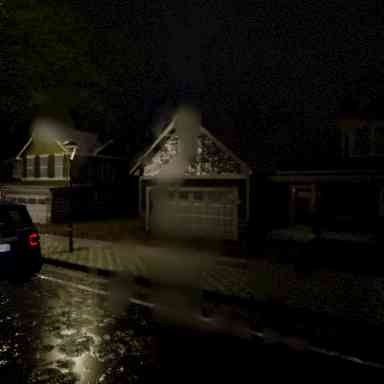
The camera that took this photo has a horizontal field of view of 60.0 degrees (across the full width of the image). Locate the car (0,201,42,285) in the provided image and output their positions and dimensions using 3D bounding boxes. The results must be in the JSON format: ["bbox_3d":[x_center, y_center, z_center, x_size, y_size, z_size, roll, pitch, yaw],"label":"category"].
[{"bbox_3d":[-6.007,1.230,8.272,5.566,2.045,2.150,0,0,35],"label":"car"}]
